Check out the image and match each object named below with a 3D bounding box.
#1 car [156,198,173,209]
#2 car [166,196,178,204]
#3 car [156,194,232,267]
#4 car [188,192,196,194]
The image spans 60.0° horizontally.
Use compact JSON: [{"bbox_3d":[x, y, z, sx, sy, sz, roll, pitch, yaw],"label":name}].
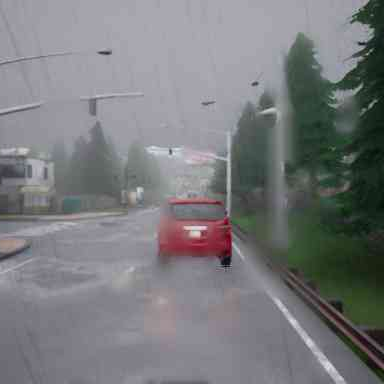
[{"bbox_3d":[-3.594,1.490,44.001,1.994,1.385,4.181,0,0,0],"label":"car"},{"bbox_3d":[-3.547,1.463,59.872,1.994,1.385,4.181,0,0,1],"label":"car"},{"bbox_3d":[0.089,1.202,11.528,2.150,2.045,5.566,0,0,0],"label":"car"},{"bbox_3d":[-0.012,1.102,68.965,2.150,2.045,5.566,0,0,0],"label":"car"}]
